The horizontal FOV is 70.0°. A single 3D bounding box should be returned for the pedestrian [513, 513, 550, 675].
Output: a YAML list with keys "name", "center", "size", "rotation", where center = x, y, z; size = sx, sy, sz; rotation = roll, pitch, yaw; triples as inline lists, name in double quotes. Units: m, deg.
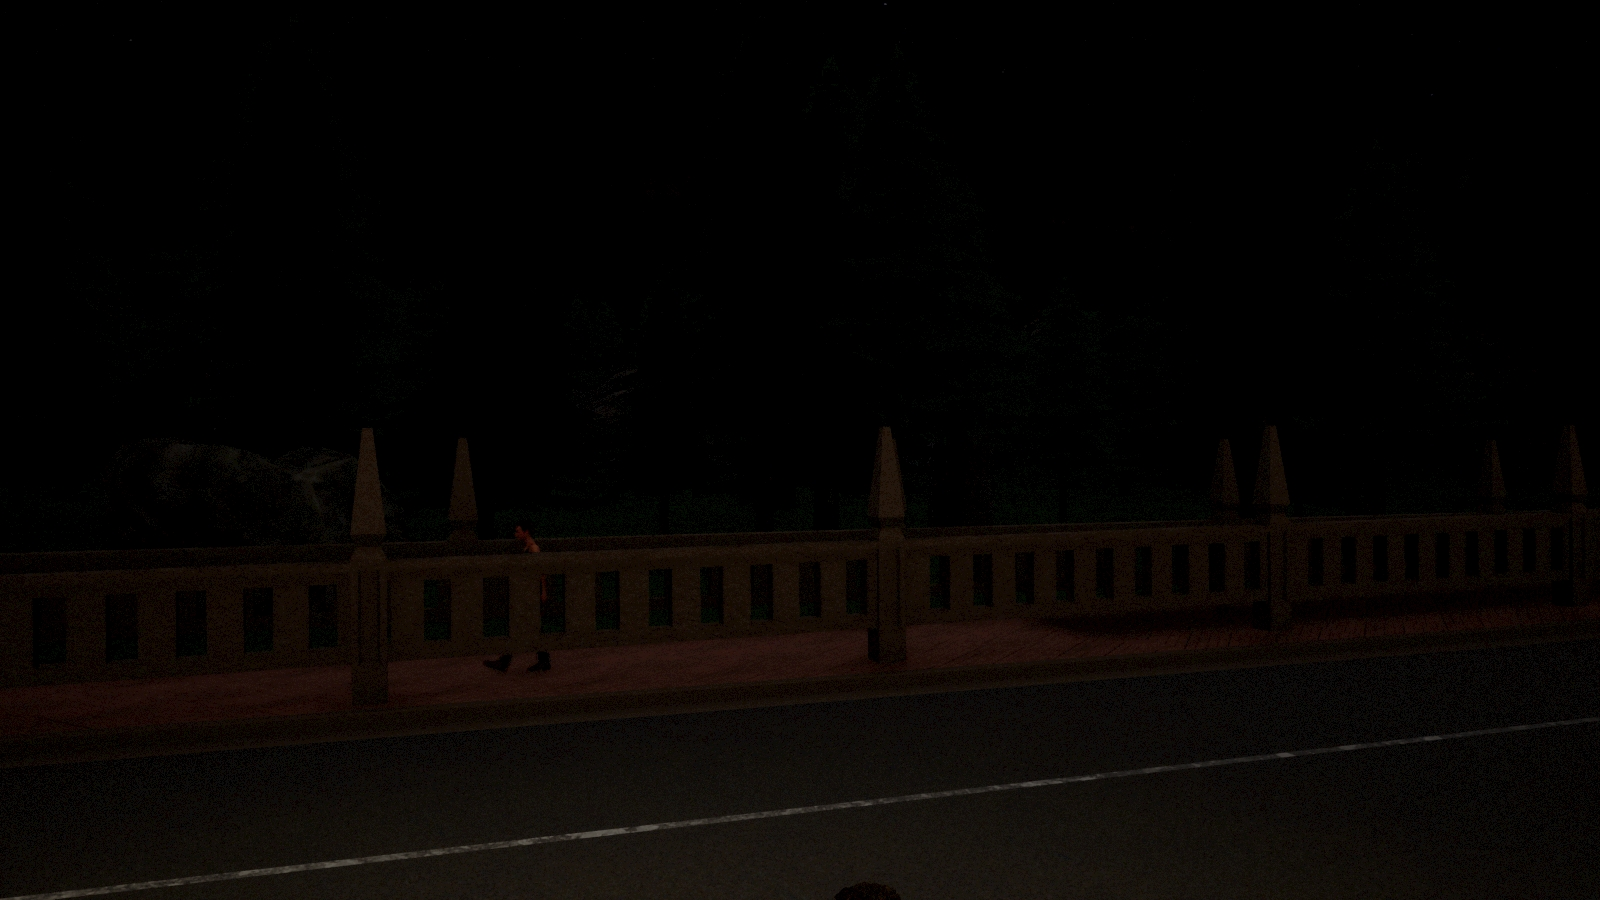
- name: "pedestrian"
  center: [-3.182, 1.694, 13.539]
  size: [0.375, 1.860, 0.375]
  rotation: [0, 0, -20]
